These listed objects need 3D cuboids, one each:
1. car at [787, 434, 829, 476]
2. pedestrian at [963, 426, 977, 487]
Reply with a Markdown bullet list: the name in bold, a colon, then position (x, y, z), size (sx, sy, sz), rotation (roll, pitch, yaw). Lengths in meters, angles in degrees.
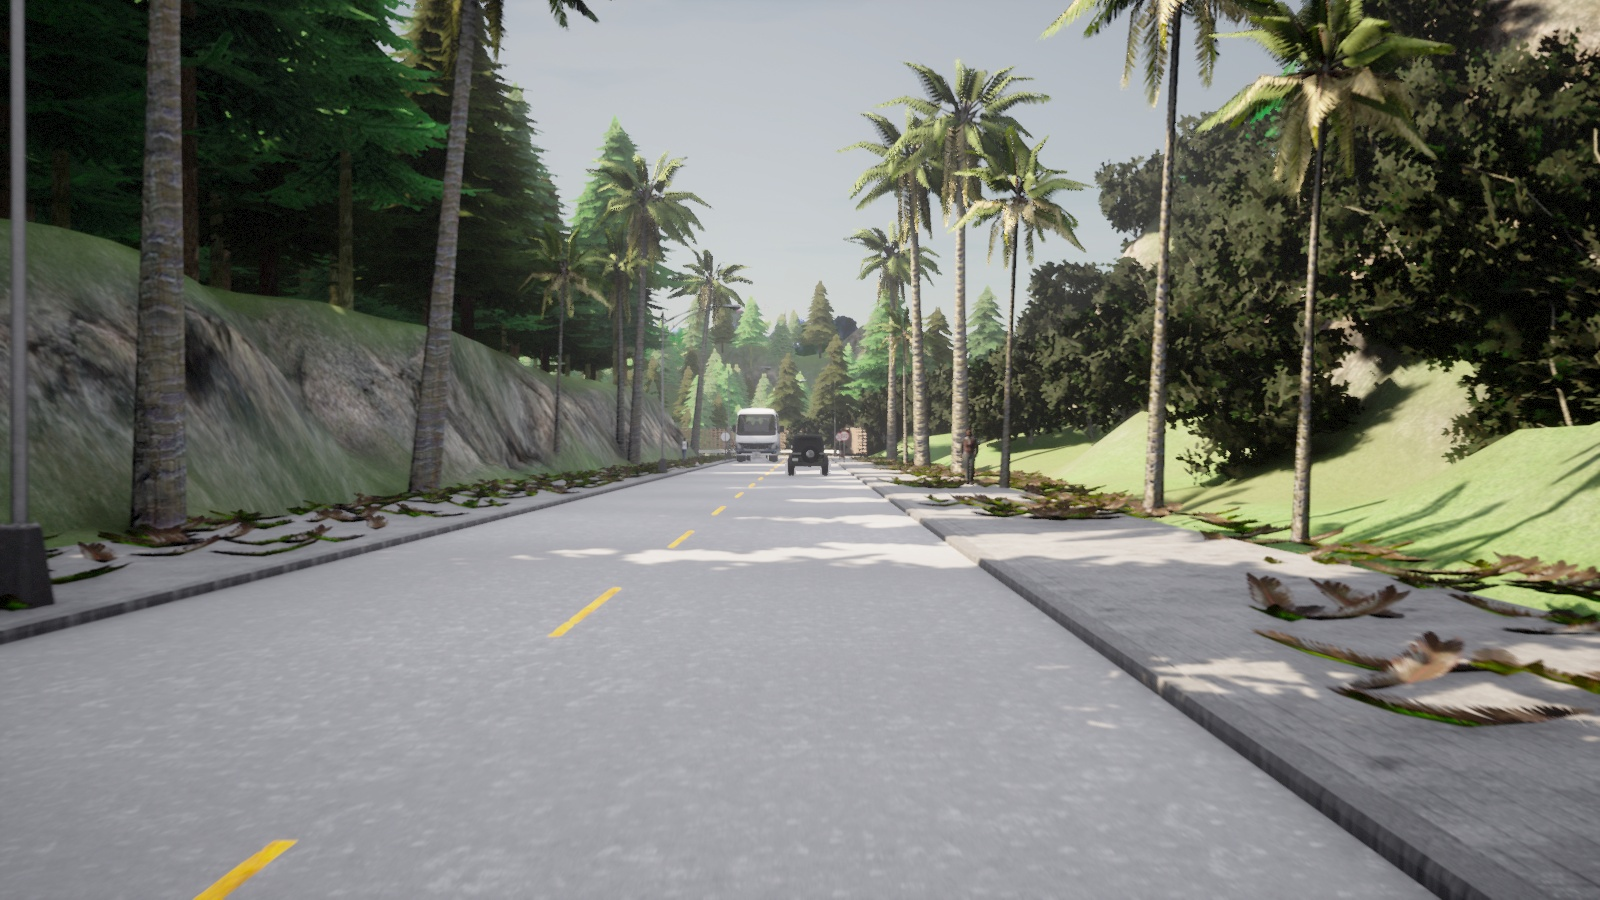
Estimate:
- **car**: position (0.384, 0.210, 59.103), size (1.905, 1.878, 3.866), rotation (0, 0, 0)
- **pedestrian**: position (5.427, 0.210, 40.127), size (0.402, 1.930, 0.666), rotation (0, 0, 4)
